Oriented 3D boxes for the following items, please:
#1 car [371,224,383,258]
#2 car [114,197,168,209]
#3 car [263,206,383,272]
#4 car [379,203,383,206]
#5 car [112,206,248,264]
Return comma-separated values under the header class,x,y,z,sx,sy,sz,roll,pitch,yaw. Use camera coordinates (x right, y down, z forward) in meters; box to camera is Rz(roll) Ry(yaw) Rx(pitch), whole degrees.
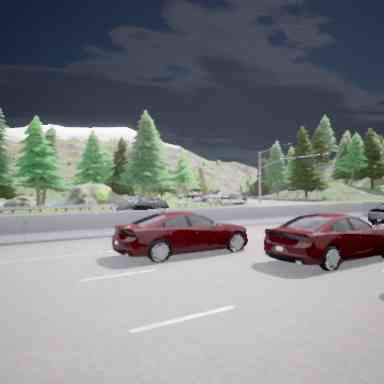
class,x,y,z,sx,sy,sz,roll,pitch,yaw
car,6.324,1.463,7.577,4.674,1.442,1.812,0,0,-32
car,-4.494,1.174,29.855,4.902,1.511,2.128,0,0,-32
car,4.522,1.403,10.573,5.008,1.535,1.882,-1,1,-32
car,12.357,1.343,19.561,4.902,1.511,2.128,0,0,-32
car,-0.268,1.411,11.692,5.008,1.535,1.882,-1,0,-32
